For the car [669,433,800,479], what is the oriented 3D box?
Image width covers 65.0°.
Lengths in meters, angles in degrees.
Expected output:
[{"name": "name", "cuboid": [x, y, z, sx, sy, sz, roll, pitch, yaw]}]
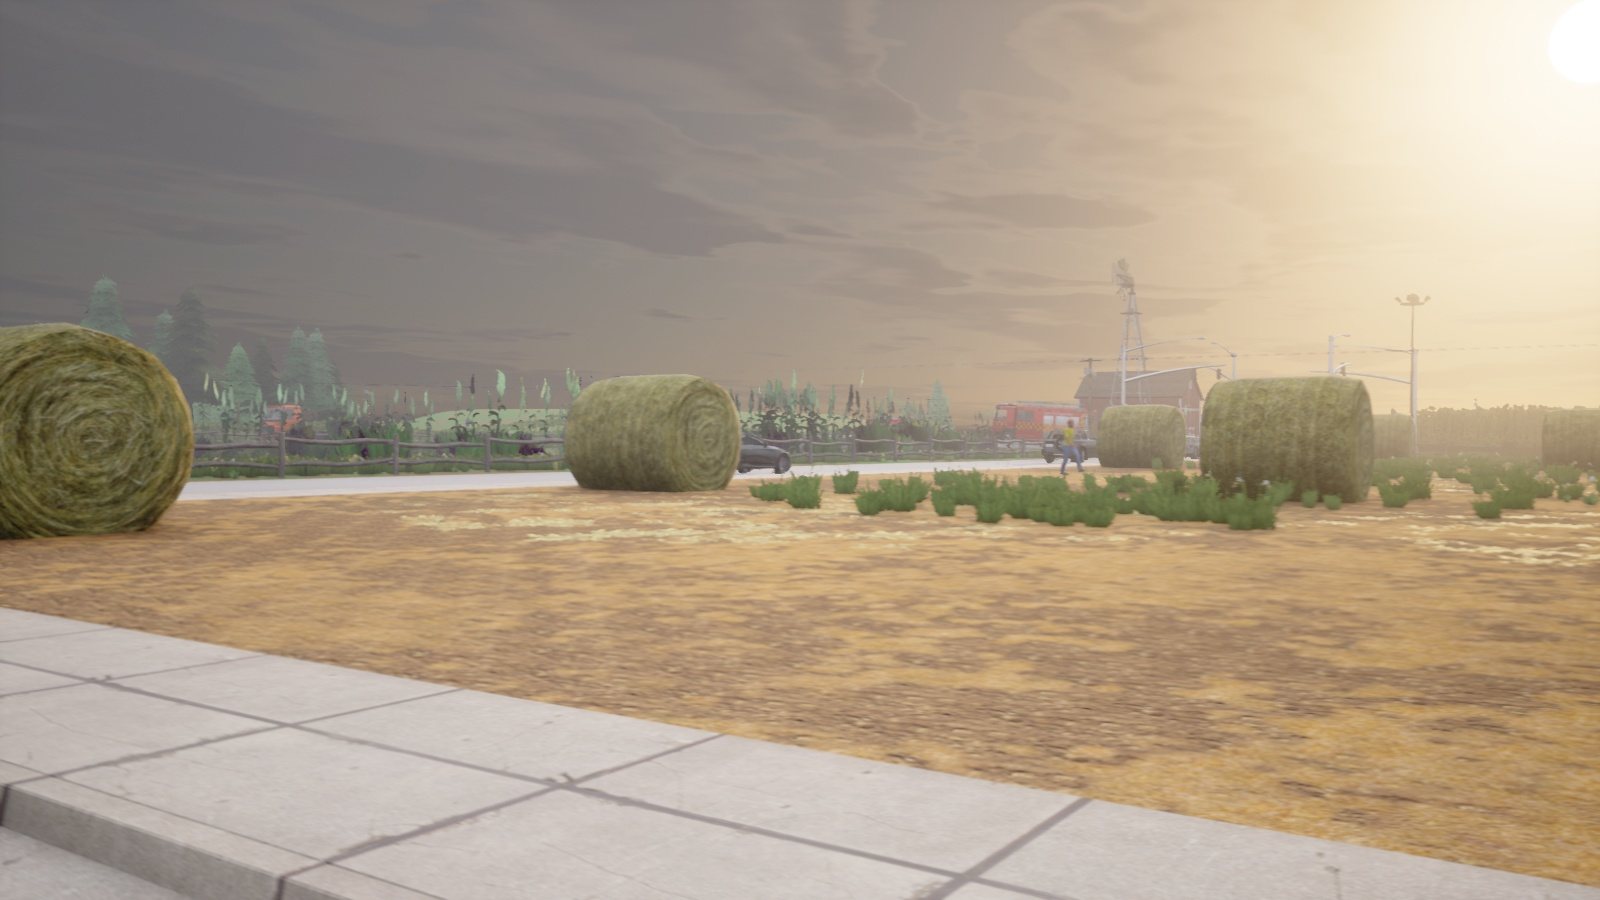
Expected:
[{"name": "car", "cuboid": [-2.134, 0.168, 42.063, 1.812, 1.442, 4.674, 0, 1, 36]}]

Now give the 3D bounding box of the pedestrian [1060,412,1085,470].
[{"name": "pedestrian", "cuboid": [8.678, -0.282, 39.993, 0.354, 1.836, 0.706, -1, 1, -44]}]

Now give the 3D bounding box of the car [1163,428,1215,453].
[{"name": "car", "cuboid": [24.072, -0.616, 77.628, 1.970, 1.475, 3.806, 0, 1, 36]}]

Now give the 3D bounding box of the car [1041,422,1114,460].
[{"name": "car", "cuboid": [14.221, -0.493, 64.258, 1.932, 1.855, 4.605, 0, 1, 36]}]
